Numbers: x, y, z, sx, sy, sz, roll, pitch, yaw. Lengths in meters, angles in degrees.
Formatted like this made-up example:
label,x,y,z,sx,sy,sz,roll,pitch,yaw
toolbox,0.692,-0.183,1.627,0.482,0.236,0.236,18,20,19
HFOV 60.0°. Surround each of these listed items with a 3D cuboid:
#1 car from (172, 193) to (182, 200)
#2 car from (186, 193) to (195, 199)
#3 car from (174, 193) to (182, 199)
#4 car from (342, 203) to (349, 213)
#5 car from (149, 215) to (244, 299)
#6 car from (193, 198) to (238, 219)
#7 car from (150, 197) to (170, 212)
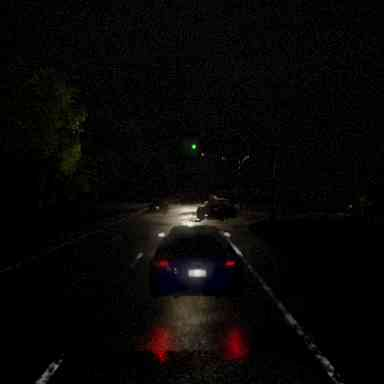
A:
label,x,y,z,sx,sy,sz,roll,pitch,yaw
car,-3.845,1.141,80.772,2.128,1.511,4.902,0,0,0
car,-0.374,0.937,87.495,2.097,1.767,4.553,0,0,0
car,-3.909,1.067,95.480,2.128,1.511,4.902,0,0,0
car,18.390,1.445,35.145,4.553,1.767,2.097,1,-1,0
car,0.070,1.526,8.426,1.994,1.385,4.181,0,0,-1
car,2.013,1.379,24.975,2.128,1.511,4.902,0,0,25
car,-3.557,1.338,36.711,1.837,1.490,4.892,0,1,0
